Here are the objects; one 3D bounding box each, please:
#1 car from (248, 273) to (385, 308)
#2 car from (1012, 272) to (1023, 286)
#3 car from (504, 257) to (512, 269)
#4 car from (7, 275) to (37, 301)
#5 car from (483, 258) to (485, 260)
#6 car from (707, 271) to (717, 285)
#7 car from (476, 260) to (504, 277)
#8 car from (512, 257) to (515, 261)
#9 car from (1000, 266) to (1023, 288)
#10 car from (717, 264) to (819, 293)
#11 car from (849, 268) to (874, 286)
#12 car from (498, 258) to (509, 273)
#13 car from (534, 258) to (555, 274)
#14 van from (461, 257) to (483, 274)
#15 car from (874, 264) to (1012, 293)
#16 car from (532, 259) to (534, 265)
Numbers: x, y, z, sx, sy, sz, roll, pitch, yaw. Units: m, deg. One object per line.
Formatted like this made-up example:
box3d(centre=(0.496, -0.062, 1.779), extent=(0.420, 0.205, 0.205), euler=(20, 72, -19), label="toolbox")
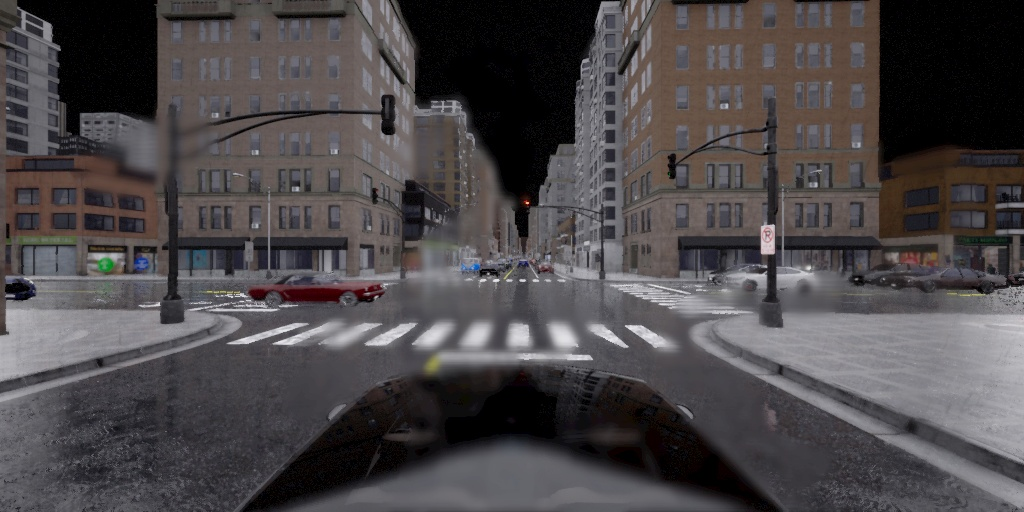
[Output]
box3d(centre=(-7.684, 1.341, 14.469), extent=(4.718, 1.301, 1.895), euler=(0, 0, 2), label="car")
box3d(centre=(22.881, 1.283, 13.599), extent=(4.892, 1.490, 1.837), euler=(0, 0, 2), label="car")
box3d(centre=(-1.488, 1.136, 54.534), extent=(2.097, 1.767, 4.553), euler=(0, 0, 2), label="car")
box3d(centre=(-22.979, 1.085, 14.903), extent=(4.553, 1.767, 2.097), euler=(0, 0, 2), label="car")
box3d(centre=(-4.520, 1.090, 46.652), extent=(2.192, 1.841, 5.009), euler=(0, 0, 2), label="car")
box3d(centre=(15.646, 1.257, 23.758), extent=(4.902, 1.511, 2.128), euler=(0, 0, 2), label="car")
box3d(centre=(-2.142, 1.365, 35.814), extent=(1.895, 1.301, 4.718), euler=(0, 0, 2), label="car")
box3d(centre=(-1.115, 1.146, 64.518), extent=(2.097, 1.767, 4.553), euler=(0, 0, 3), label="car")
box3d(centre=(35.045, 1.359, 23.196), extent=(4.181, 1.385, 1.994), euler=(0, 0, 2), label="car")
box3d(centre=(14.769, 1.291, 20.531), extent=(4.674, 1.442, 1.812), euler=(0, 0, 3), label="car")
box3d(centre=(25.063, 1.283, 23.490), extent=(4.892, 1.490, 1.837), euler=(0, 0, 2), label="car")
box3d(centre=(-1.812, 1.338, 44.897), extent=(1.994, 1.385, 4.181), euler=(0, 0, 3), label="car")
box3d(centre=(3.814, 1.210, 40.847), extent=(1.967, 1.591, 4.097), euler=(0, 0, 2), label="car")
box3d(centre=(-4.707, 1.111, 41.132), extent=(1.690, 1.789, 3.998), euler=(0, 0, 2), label="van")
box3d(centre=(24.356, 1.325, 20.258), extent=(5.357, 1.411, 2.033), euler=(0, 0, 2), label="car")
box3d(centre=(4.002, 1.341, 46.369), extent=(1.948, 1.339, 4.313), euler=(0, 0, 2), label="car")
